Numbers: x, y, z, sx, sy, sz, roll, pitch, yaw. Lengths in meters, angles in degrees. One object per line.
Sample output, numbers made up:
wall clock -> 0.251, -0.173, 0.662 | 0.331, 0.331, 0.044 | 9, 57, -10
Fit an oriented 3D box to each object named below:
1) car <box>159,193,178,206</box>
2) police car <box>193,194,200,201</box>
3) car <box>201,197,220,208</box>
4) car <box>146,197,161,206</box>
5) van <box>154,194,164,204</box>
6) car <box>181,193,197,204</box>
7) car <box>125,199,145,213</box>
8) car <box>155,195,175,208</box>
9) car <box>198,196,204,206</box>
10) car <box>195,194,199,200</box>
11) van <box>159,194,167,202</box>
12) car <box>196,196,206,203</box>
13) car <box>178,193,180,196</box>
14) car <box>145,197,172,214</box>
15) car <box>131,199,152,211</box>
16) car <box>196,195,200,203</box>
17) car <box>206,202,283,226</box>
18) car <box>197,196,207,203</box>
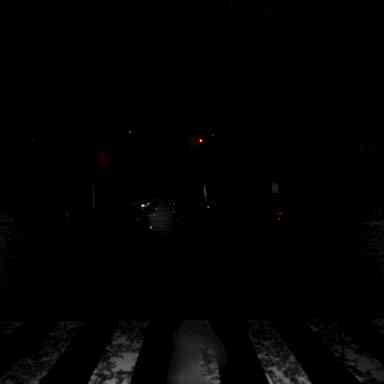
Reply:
car -> -3.684, 1.360, 52.663 | 2.097, 1.767, 4.553 | 0, 0, -1
police car -> 1.246, 1.458, 90.590 | 1.930, 1.638, 5.238 | 0, 0, -1
car -> 2.393, 1.554, 36.412 | 2.008, 1.369, 4.403 | 0, 0, -1
car -> -6.403, 1.576, 55.859 | 1.947, 1.339, 4.313 | 0, 0, -1
van -> -6.554, 1.357, 66.685 | 1.690, 1.788, 3.998 | 0, 0, -1
car -> -0.662, 1.506, 64.866 | 2.128, 1.511, 4.902 | 0, 0, -1
car -> -6.131, 1.554, 36.297 | 2.008, 1.369, 4.403 | 0, 0, -1
car -> -3.563, 1.483, 43.513 | 1.882, 1.535, 5.008 | 0, 0, -1
car -> 2.242, 1.551, 47.300 | 1.887, 1.381, 4.507 | 0, 0, -1
car -> 2.029, 1.564, 62.615 | 2.008, 1.369, 4.403 | 0, 0, -1
van -> -6.704, 1.364, 77.511 | 1.690, 1.788, 3.998 | 0, 0, -1
car -> 1.882, 1.585, 73.193 | 1.947, 1.339, 4.313 | 0, 0, -1
car -> -3.791, 1.503, 62.441 | 2.128, 1.511, 4.902 | 0, 0, 0
car -> -3.449, 1.567, 34.700 | 1.994, 1.385, 4.181 | 0, 0, -2
car -> -6.200, 1.555, 41.289 | 2.008, 1.369, 4.403 | 0, 0, -1
car -> 2.167, 1.559, 52.744 | 2.008, 1.369, 4.403 | 0, 0, -1
car -> 3.692, 1.549, 22.693 | 4.718, 1.301, 1.895 | -2, 0, 24
car -> 1.953, 1.542, 68.074 | 1.752, 1.417, 4.829 | 0, 0, -1
